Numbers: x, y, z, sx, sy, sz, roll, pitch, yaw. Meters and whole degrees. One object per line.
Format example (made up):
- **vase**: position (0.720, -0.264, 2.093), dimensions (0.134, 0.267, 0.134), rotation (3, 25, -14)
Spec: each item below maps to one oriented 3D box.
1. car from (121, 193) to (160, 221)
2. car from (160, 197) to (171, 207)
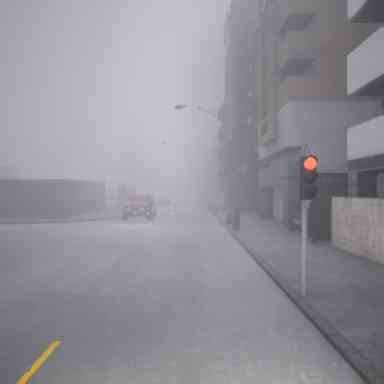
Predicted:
- **car**: position (-4.131, 1.141, 26.739), dimensions (2.150, 2.045, 5.566), rotation (0, 0, 0)
- **car**: position (-4.130, 1.401, 49.340), dimensions (2.033, 1.411, 5.357), rotation (0, 0, 0)
